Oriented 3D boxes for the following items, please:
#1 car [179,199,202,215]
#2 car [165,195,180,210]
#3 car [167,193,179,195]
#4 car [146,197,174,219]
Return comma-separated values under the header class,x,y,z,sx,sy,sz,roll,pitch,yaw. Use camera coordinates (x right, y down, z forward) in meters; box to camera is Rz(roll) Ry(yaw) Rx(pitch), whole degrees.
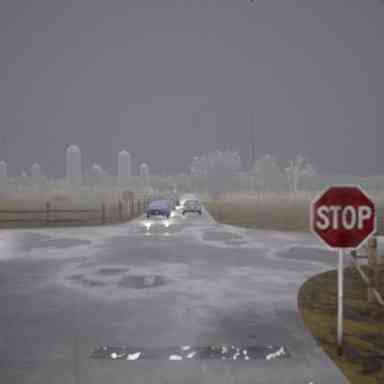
class,x,y,z,sx,sy,sz,roll,pitch,yaw
car,-0.005,1.509,33.764,2.033,1.411,5.357,0,0,0
car,-2.970,1.440,40.834,2.128,1.511,4.902,0,0,0
car,-2.993,1.146,51.876,2.150,2.045,5.566,0,0,0
car,-2.879,1.446,29.434,1.882,1.535,5.008,0,0,-1
